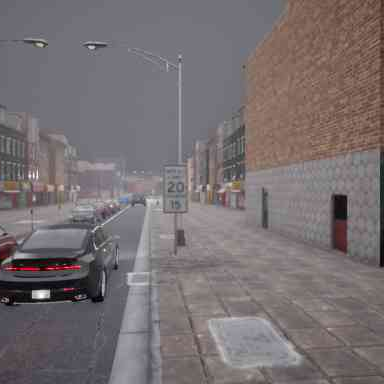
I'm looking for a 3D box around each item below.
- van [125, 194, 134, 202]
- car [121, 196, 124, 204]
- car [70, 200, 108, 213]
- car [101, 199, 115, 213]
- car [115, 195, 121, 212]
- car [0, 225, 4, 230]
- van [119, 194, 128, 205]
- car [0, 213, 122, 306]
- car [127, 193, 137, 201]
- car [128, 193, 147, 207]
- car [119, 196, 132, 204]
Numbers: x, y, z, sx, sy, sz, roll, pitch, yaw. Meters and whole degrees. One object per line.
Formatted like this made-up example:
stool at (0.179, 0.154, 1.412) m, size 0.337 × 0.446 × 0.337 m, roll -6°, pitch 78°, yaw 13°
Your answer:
van at (-13.544, 1.298, 72.005) m, size 1.690 × 1.788 × 3.998 m, roll 0°, pitch 0°, yaw -7°
car at (-9.475, 1.495, 39.486) m, size 1.752 × 1.417 × 4.829 m, roll 0°, pitch 0°, yaw -7°
car at (-7.472, 1.534, 23.479) m, size 2.008 × 1.369 × 4.403 m, roll 0°, pitch 0°, yaw -7°
car at (-8.147, 1.523, 28.870) m, size 1.887 × 1.381 × 4.507 m, roll 0°, pitch 0°, yaw -7°
car at (-8.822, 1.414, 34.262) m, size 1.967 × 1.590 × 4.097 m, roll 0°, pitch 0°, yaw -7°
car at (-5.450, 1.442, 7.303) m, size 1.967 × 1.590 × 4.097 m, roll 0°, pitch 0°, yaw -7°
van at (-11.521, 1.302, 55.830) m, size 1.690 × 1.788 × 3.998 m, roll 0°, pitch 0°, yaw -7°
car at (-2.886, 1.501, 8.096) m, size 1.837 × 1.490 × 4.892 m, roll 0°, pitch 0°, yaw -7°
car at (-14.894, 1.273, 82.789) m, size 2.192 × 1.841 × 5.009 m, roll 0°, pitch 0°, yaw -7°
car at (-8.211, 1.180, 51.454) m, size 2.150 × 2.045 × 5.566 m, roll 0°, pitch 0°, yaw -7°
car at (-12.194, 1.525, 61.222) m, size 1.947 × 1.339 × 4.313 m, roll 0°, pitch 0°, yaw -7°
